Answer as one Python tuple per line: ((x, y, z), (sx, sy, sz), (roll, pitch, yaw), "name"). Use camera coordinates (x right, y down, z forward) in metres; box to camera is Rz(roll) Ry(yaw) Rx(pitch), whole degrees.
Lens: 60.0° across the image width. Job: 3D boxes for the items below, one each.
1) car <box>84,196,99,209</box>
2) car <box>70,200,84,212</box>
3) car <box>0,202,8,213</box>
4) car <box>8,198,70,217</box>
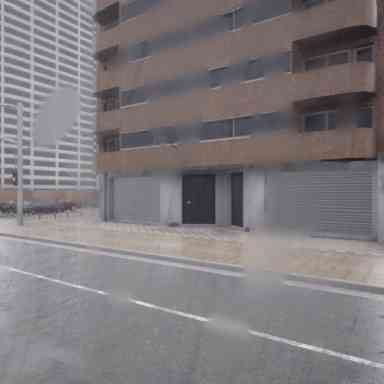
((-13.813, 1.564, 45.595), (1.994, 1.385, 4.181), (0, 0, 35), "car")
((-15.137, 1.477, 37.555), (1.882, 1.535, 5.008), (0, 0, 35), "car")
((-19.507, 1.547, 37.395), (2.033, 1.411, 5.357), (0, 0, 35), "car")
((-14.566, 1.525, 31.887), (1.812, 1.442, 4.674), (0, 0, 35), "car")
